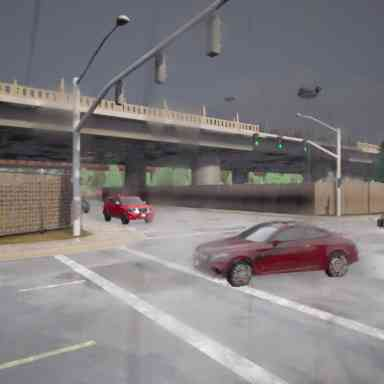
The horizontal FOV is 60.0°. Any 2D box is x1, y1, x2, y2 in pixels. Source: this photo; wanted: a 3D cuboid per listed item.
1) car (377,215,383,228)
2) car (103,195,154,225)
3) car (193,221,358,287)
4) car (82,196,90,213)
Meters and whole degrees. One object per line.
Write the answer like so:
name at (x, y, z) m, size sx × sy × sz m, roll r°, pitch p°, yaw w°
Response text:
car at (12.882, 1.572, 18.798) m, size 1.994 × 1.385 × 4.181 m, roll 0°, pitch 0°, yaw -36°
car at (-4.981, 1.271, 25.373) m, size 2.150 × 2.045 × 5.566 m, roll 0°, pitch 0°, yaw -36°
car at (2.349, 1.547, 9.197) m, size 4.674 × 1.442 × 1.812 m, roll 0°, pitch -1°, yaw -18°
car at (-13.107, 1.268, 36.728) m, size 2.150 × 2.045 × 5.566 m, roll 0°, pitch 0°, yaw -36°
